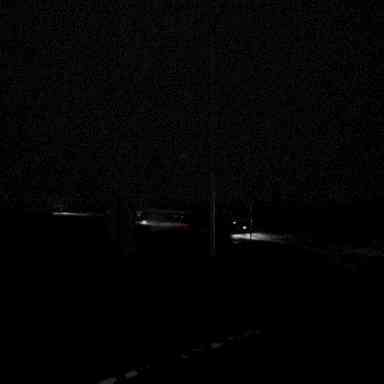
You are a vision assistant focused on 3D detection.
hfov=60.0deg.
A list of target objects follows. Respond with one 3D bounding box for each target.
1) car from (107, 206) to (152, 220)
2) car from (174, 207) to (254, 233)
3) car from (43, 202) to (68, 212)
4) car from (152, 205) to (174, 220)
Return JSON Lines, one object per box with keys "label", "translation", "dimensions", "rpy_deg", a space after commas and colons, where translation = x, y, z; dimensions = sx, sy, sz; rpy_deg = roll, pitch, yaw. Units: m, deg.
{"label": "car", "translation": [-6.116, 1.758, 30.749], "dimensions": [2.128, 1.511, 4.902], "rpy_deg": [1, -1, -39]}
{"label": "car", "translation": [1.407, 1.691, 21.207], "dimensions": [2.033, 1.411, 5.357], "rpy_deg": [1, -1, -38]}
{"label": "car", "translation": [-18.555, 2.057, 45.161], "dimensions": [1.895, 1.301, 4.718], "rpy_deg": [1, -1, -42]}
{"label": "car", "translation": [-2.827, 1.905, 31.303], "dimensions": [1.895, 1.301, 4.718], "rpy_deg": [1, -1, -39]}
